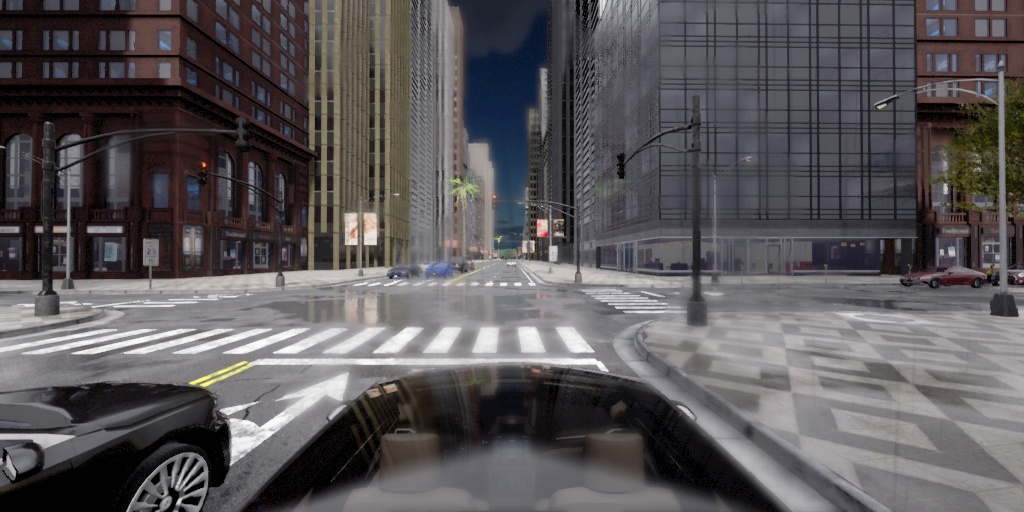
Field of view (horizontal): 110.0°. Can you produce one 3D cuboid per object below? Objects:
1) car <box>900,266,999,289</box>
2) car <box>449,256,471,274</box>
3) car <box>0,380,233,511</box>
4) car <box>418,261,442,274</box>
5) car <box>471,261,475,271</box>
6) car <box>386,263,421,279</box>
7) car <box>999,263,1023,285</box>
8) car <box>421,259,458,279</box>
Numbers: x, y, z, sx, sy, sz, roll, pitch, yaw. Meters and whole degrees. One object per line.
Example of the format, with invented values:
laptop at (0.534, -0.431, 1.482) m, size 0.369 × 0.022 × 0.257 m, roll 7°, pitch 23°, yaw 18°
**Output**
car at (26.426, 1.273, 21.987) m, size 4.207 × 1.307 × 1.802 m, roll 0°, pitch 0°, yaw -1°
car at (-6.678, 1.063, 43.633) m, size 2.150 × 2.045 × 5.566 m, roll 0°, pitch 0°, yaw 0°
car at (-3.137, 1.241, 0.886) m, size 2.128 × 1.511 × 4.902 m, roll 0°, pitch 0°, yaw -1°
car at (-9.933, 1.367, 43.680) m, size 1.812 × 1.442 × 4.674 m, roll 0°, pitch 0°, yaw 0°
car at (-6.681, 1.406, 53.923) m, size 1.812 × 1.442 × 4.674 m, roll 0°, pitch 0°, yaw 0°
car at (-9.878, 1.358, 33.493) m, size 2.033 × 1.411 × 5.357 m, roll 0°, pitch 0°, yaw 3°
car at (32.064, 1.115, 22.086) m, size 4.097 × 1.591 × 1.967 m, roll 0°, pitch 0°, yaw -1°
car at (-6.658, 1.288, 33.525) m, size 1.882 × 1.535 × 5.008 m, roll 0°, pitch 0°, yaw 2°
